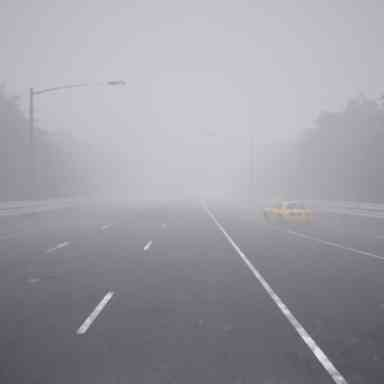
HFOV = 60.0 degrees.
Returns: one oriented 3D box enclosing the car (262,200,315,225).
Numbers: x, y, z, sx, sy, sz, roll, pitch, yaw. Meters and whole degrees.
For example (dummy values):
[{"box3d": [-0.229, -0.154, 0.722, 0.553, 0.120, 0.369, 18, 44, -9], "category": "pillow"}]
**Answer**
[{"box3d": [6.385, 1.313, 22.666, 1.801, 1.575, 5.366, 0, 0, -8], "category": "car"}]
